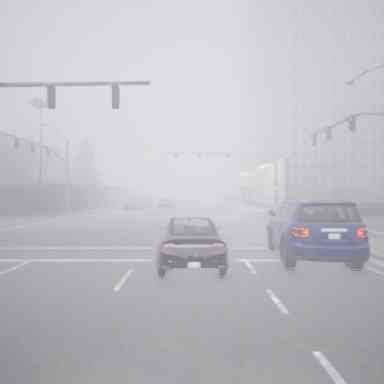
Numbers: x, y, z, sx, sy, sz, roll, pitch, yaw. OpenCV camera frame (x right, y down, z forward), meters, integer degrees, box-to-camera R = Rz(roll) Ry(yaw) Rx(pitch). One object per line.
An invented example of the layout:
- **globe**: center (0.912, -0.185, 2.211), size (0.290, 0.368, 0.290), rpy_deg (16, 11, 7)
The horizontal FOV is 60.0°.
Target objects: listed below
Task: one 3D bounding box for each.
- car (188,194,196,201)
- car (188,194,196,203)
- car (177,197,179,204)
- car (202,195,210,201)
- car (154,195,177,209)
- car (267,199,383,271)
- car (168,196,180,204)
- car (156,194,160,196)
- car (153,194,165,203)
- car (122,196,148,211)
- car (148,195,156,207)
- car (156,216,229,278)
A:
- **car**: center (-0.004, 1.373, 82.730), size (2.097, 1.767, 4.553), rpy_deg (0, 0, 0)
- **car**: center (-0.003, 1.541, 70.486), size (2.128, 1.511, 4.902), rpy_deg (0, 0, 0)
- **car**: center (-3.571, 1.517, 55.263), size (1.837, 1.490, 4.892), rpy_deg (0, 0, 1)
- **car**: center (3.496, 1.543, 82.607), size (2.128, 1.511, 4.902), rpy_deg (0, 0, 0)
- **car**: center (-3.589, 1.557, 45.667), size (2.033, 1.411, 5.357), rpy_deg (0, 0, 0)
- **car**: center (3.894, 1.230, 11.165), size (2.150, 2.045, 5.566), rpy_deg (0, 0, 5)
- **car**: center (-3.504, 1.562, 65.662), size (2.033, 1.411, 5.357), rpy_deg (0, 0, 0)
- **car**: center (-7.033, 1.365, 59.993), size (2.097, 1.767, 4.553), rpy_deg (0, 0, 0)
- **car**: center (-7.004, 1.371, 70.242), size (2.097, 1.767, 4.553), rpy_deg (0, 0, 0)
- **car**: center (-7.147, 1.361, 41.050), size (2.097, 1.767, 4.553), rpy_deg (0, 0, 2)
- **car**: center (-7.088, 1.363, 49.874), size (2.097, 1.767, 4.553), rpy_deg (0, 0, 0)
- **car**: center (-0.072, 1.494, 10.190), size (2.128, 1.511, 4.902), rpy_deg (0, 0, -3)
